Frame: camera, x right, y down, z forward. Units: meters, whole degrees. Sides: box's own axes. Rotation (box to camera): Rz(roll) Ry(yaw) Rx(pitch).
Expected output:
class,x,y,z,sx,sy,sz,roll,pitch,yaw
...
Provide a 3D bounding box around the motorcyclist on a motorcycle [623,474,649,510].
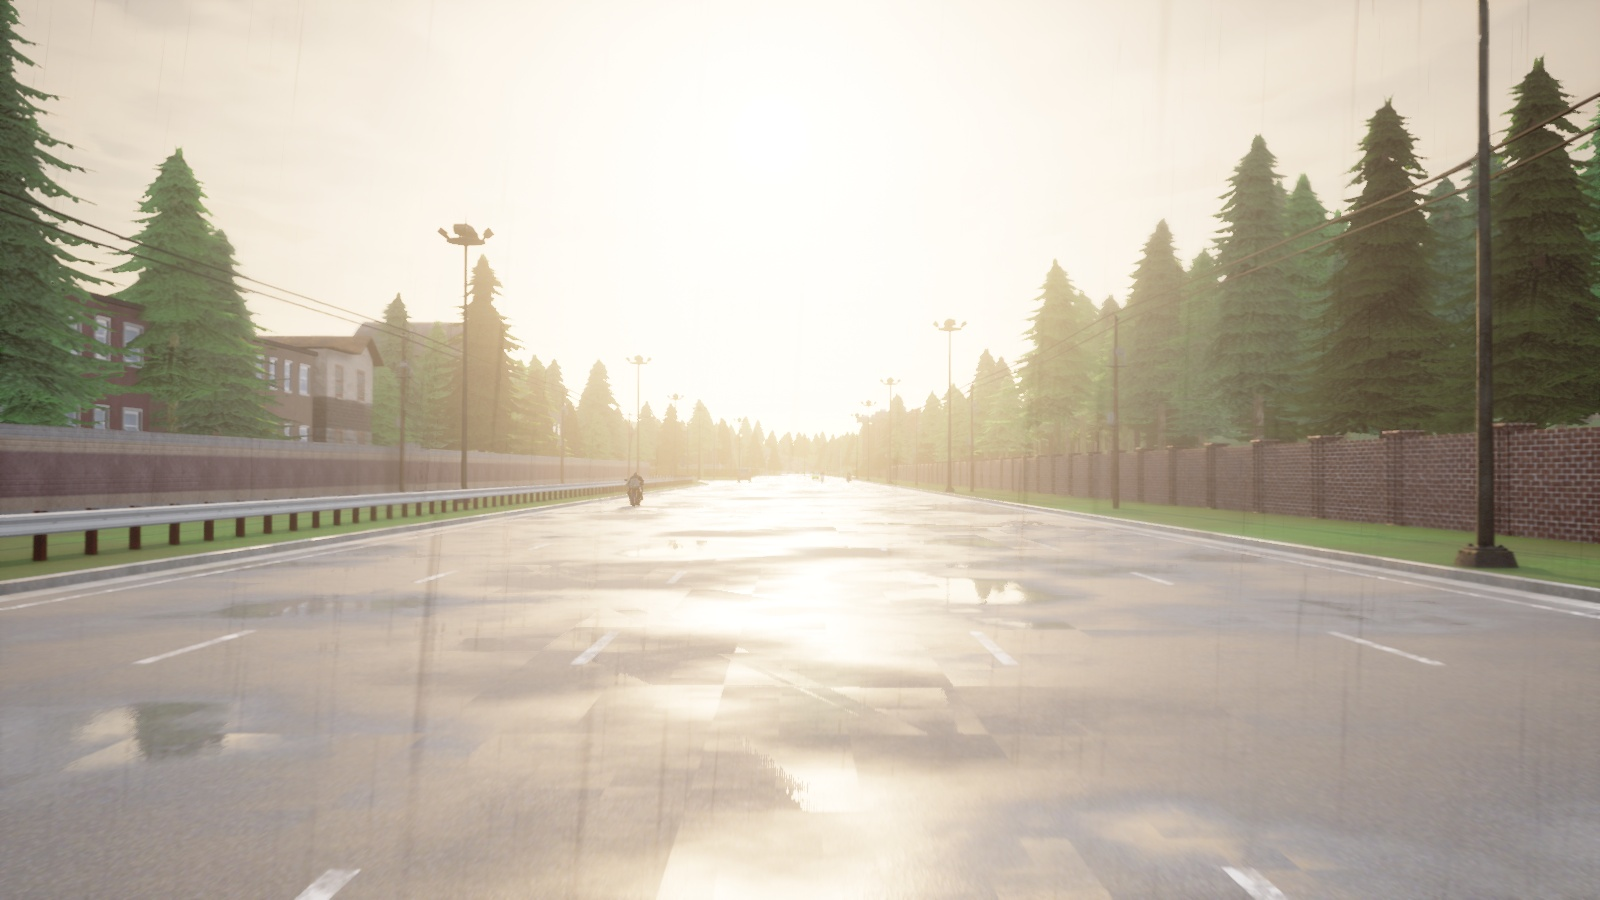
class,x,y,z,sx,sy,sz,roll,pitch,yaw
motorcyclist on a motorcycle,-7.131,1.793,54.660,0.866,1.530,2.191,0,-1,0
